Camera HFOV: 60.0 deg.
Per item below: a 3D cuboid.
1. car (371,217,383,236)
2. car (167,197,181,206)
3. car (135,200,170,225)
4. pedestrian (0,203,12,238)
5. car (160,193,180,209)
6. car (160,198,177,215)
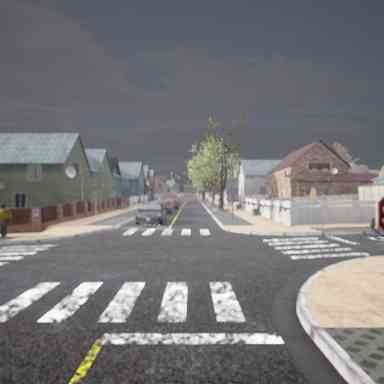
[{"bbox_3d":[10.398,1.181,14.373,5.008,1.535,1.882,-2,-1,-2],"label":"car"},{"bbox_3d":[-2.860,1.569,53.585,1.895,1.301,4.718,0,0,0],"label":"car"},{"bbox_3d":[-2.858,1.515,24.002,1.812,1.442,4.674,0,0,0],"label":"car"},{"bbox_3d":[-9.707,1.452,17.183,0.375,1.860,0.375,0,0,0],"label":"pedestrian"},{"bbox_3d":[-2.896,1.198,43.545,2.150,2.045,5.566,0,0,0],"label":"car"},{"bbox_3d":[-2.877,1.585,33.734,1.895,1.301,4.718,0,0,0],"label":"car"}]
